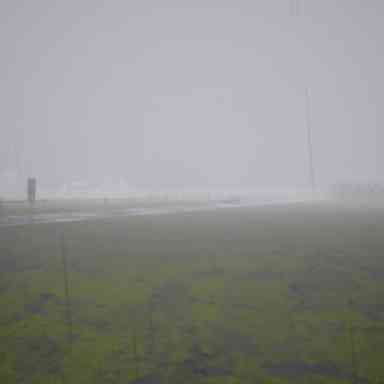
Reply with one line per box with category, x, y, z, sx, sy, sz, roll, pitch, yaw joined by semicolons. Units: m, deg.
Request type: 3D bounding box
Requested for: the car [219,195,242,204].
car;6.463;1.287;55.551;2.033;1.411;5.357;1;1;34
